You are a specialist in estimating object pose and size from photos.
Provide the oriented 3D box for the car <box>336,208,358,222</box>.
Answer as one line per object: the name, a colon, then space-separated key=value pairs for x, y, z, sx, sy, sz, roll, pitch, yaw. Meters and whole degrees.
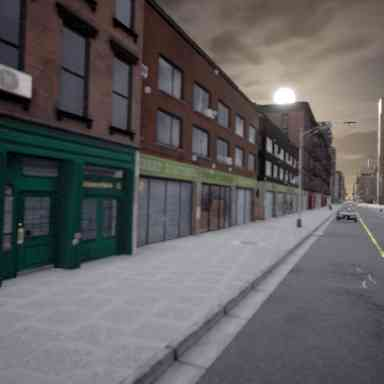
car: x=16.862 y=2.490 z=36.234 sx=1.994 sy=1.385 sz=4.181 roll=1 pitch=-1 yaw=25
